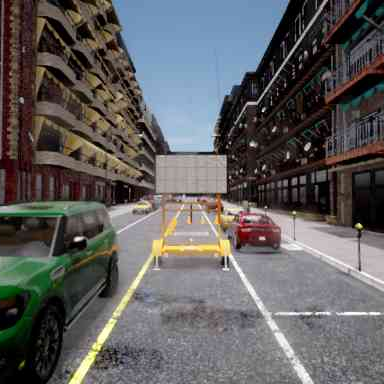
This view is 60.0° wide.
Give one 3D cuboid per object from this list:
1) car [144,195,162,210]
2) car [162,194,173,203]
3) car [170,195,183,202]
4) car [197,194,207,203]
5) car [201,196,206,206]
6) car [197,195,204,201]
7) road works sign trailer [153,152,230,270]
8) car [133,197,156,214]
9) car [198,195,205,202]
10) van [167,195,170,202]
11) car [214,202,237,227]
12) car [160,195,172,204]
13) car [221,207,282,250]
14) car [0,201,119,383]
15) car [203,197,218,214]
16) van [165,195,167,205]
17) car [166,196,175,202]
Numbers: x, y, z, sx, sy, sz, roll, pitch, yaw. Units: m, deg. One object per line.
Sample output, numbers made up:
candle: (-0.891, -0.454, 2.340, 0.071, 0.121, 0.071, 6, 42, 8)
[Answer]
car: (-5.375, 1.394, 42.043, 2.192, 1.841, 5.009, 2, 0, 0)
car: (-5.445, 1.518, 75.224, 2.192, 1.841, 5.009, 1, 0, 0)
car: (-2.889, 1.660, 67.440, 2.128, 1.511, 4.902, 0, 0, 0)
car: (2.390, 1.543, 80.712, 2.192, 1.841, 5.009, 1, 0, 0)
car: (2.499, 1.629, 41.996, 2.008, 1.369, 4.403, 1, 0, 0)
car: (2.363, 1.726, 91.774, 1.967, 1.590, 4.097, 1, 0, 0)
road works sign trailer: (-0.022, 0.475, 11.003, 2.380, 3.560, 2.880, 0, 0, 0)
car: (-5.369, 1.589, 36.341, 1.752, 1.417, 4.829, 2, 0, 0)
car: (2.465, 1.678, 58.587, 1.887, 1.381, 4.507, 1, 0, 0)
van: (-5.411, 1.474, 58.633, 1.690, 1.788, 3.998, 1, 0, 0)
car: (2.545, 1.551, 20.044, 1.752, 1.417, 4.829, 1, 0, 0)
car: (-5.433, 1.494, 69.694, 2.192, 1.841, 5.009, 1, 0, 0)
car: (2.557, 1.561, 14.342, 1.887, 1.381, 4.507, 1, 0, 0)
car: (-2.761, 1.227, 5.686, 2.150, 2.045, 5.566, 0, 0, 0)
car: (2.511, 1.609, 36.464, 1.887, 1.381, 4.507, 1, 0, 0)
van: (-5.399, 1.454, 53.101, 1.690, 1.788, 3.998, 2, 0, 0)
car: (-5.474, 1.822, 86.285, 1.947, 1.339, 4.313, 1, 0, 0)
